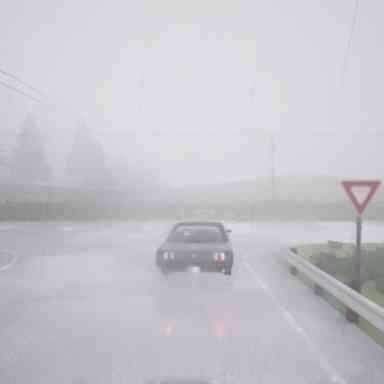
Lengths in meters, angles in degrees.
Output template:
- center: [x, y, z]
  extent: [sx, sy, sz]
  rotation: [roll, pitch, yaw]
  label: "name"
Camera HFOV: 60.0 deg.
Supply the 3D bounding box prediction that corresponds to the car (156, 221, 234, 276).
- center: [0.263, 1.523, 10.072]
  extent: [1.895, 1.301, 4.718]
  rotation: [0, 1, 5]
  label: "car"
